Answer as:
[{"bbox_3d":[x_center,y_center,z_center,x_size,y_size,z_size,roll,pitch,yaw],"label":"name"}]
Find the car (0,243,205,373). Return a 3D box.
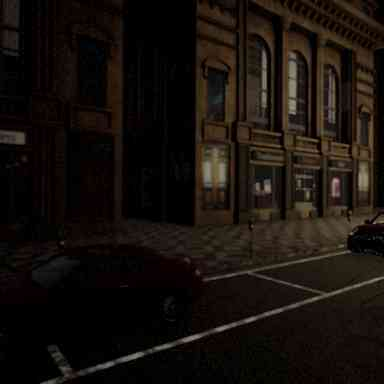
[{"bbox_3d":[-1.706,1.578,5.539,4.206,1.307,1.802,0,1,-36],"label":"car"}]

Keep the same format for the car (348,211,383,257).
[{"bbox_3d":[7.451,1.405,12.073,4.097,1.590,1.967,0,1,-36],"label":"car"}]
